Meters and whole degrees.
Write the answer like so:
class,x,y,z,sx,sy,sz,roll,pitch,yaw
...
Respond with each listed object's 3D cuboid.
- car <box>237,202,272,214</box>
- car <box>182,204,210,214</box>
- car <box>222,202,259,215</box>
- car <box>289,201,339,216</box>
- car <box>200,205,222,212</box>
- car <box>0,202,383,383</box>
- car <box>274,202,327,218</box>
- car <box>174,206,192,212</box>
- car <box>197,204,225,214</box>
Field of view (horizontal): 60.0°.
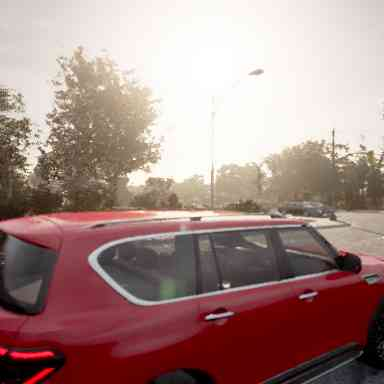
class,x,y,z,sx,sy,sz,roll,pitch,yaw
car,8.341,2.165,44.869,1.837,1.490,4.892,0,-3,-32
car,0.517,2.606,50.750,1.837,1.490,4.892,0,-3,-32
car,6.043,2.091,41.940,1.837,1.490,4.892,0,-3,-32
car,13.401,1.816,36.791,2.128,1.511,4.902,0,-2,-33
car,3.733,3.255,65.720,1.812,1.442,4.674,0,-3,-32
car,0.467,1.231,4.086,5.566,2.045,2.150,0,0,-35
car,11.027,1.771,34.018,2.128,1.511,4.902,0,-2,-32
car,-2.048,3.880,74.730,1.895,1.301,4.718,0,-3,-32
car,2.998,2.673,53.383,1.837,1.490,4.892,0,-3,-32
